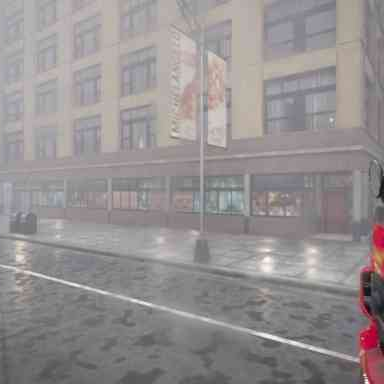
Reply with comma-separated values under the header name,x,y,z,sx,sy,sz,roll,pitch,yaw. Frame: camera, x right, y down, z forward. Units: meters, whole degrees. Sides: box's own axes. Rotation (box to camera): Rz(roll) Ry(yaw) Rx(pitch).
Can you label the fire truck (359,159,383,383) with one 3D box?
name,x,y,z,sx,sy,sz,roll,pitch,yaw
fire truck,5.125,0.349,0.469,8.468,3.827,2.891,0,2,15
